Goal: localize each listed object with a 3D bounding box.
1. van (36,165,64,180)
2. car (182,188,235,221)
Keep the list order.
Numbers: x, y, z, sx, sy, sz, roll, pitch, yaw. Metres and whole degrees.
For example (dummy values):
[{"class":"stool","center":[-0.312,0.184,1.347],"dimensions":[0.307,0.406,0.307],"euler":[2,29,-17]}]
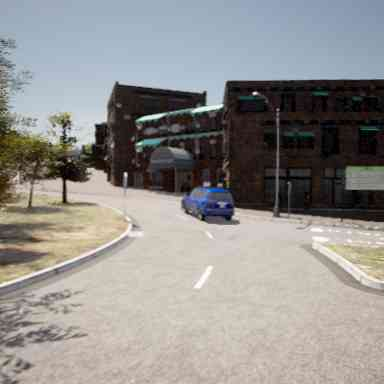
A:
[{"class":"van","center":[-30.852,-4.328,72.311],"dimensions":[4.442,1.987,1.878],"euler":[-1,7,-35]},{"class":"car","center":[1.000,0.725,23.120],"dimensions":[2.150,2.045,5.566],"euler":[1,5,-19]}]
